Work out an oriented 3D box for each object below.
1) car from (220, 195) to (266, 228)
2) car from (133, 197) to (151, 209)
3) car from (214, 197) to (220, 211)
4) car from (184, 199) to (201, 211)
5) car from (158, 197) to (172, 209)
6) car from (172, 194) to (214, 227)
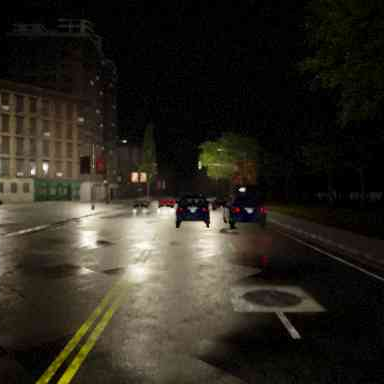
[{"bbox_3d":[3.304,1.170,21.659,2.150,2.045,5.566,0,0,0],"label":"car"},{"bbox_3d":[-6.596,1.429,44.499,2.033,1.411,5.357,0,0,0],"label":"car"},{"bbox_3d":[3.268,1.402,39.205,1.837,1.490,4.892,0,0,0],"label":"car"},{"bbox_3d":[0.017,1.497,39.316,1.895,1.301,4.718,0,0,0],"label":"car"},{"bbox_3d":[-3.353,1.362,43.509,1.882,1.535,5.008,0,0,0],"label":"car"},{"bbox_3d":[0.047,1.167,22.217,2.150,2.045,5.566,0,0,0],"label":"car"}]
